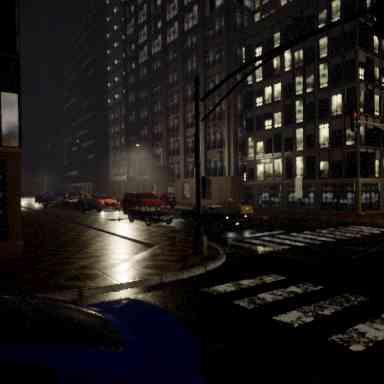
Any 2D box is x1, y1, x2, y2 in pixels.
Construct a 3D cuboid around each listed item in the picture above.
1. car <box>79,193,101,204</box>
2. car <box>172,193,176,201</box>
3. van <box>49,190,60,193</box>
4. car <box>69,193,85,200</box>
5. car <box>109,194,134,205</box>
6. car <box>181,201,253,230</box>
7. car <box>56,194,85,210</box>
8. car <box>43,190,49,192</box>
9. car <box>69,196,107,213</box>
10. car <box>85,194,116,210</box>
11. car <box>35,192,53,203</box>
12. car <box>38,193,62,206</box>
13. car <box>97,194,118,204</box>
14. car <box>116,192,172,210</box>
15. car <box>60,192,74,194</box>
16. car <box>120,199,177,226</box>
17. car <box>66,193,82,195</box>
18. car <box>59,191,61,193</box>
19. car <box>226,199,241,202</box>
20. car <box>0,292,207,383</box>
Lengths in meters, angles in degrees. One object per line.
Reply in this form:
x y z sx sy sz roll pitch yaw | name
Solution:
-15.709 1.005 51.057 1.882 1.535 5.008 -1 1 -34 | car
-3.673 0.953 38.214 2.192 1.841 5.009 -1 1 -35 | car
-32.543 0.521 79.977 1.690 1.788 3.998 -1 1 -35 | van
-22.920 0.879 66.059 1.887 1.381 4.507 -1 1 -35 | car
-10.088 1.083 47.497 1.887 1.381 4.507 -1 1 -35 | car
1.320 1.487 20.827 1.895 1.301 4.718 -1 1 -35 | car
-13.750 1.283 38.059 2.008 1.369 4.403 -1 1 -35 | car
-35.751 0.678 84.620 2.008 1.369 4.403 -1 1 -35 | car
-10.541 1.348 33.418 1.947 1.339 4.313 -1 1 -35 | car
-9.870 1.067 36.997 2.097 1.767 4.553 -1 1 -35 | car
-23.375 1.126 51.984 1.887 1.381 4.507 -1 1 -35 | car
-20.167 1.214 47.342 1.802 1.307 4.206 -1 1 -35 | car
-13.296 1.069 52.138 1.802 1.307 4.206 -1 1 -35 | car
-4.268 1.023 28.876 2.150 2.045 5.566 -1 1 -34 | car
-21.744 0.996 59.783 1.994 1.385 4.181 -1 1 -35 | car
-2.896 1.449 22.408 2.008 1.369 4.403 -1 1 -35 | car
-15.617 1.225 45.386 1.895 1.301 4.718 -1 1 -34 | car
-26.128 0.723 70.698 1.967 1.590 4.097 -1 1 -35 | car
3.091 1.268 28.366 1.752 1.417 4.829 -1 1 -35 | car
-2.220 1.478 1.789 5.008 1.535 1.882 0 0 -35 | car
